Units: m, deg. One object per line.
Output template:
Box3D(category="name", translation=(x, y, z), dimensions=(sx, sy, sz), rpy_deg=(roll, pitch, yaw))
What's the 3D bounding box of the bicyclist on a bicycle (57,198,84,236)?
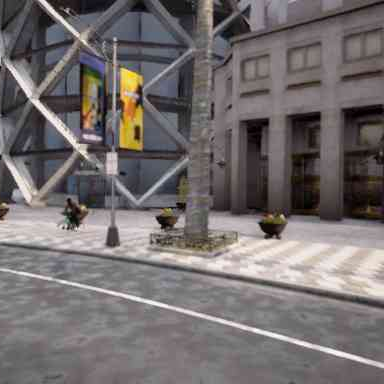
Box3D(category="bicyclist on a bicycle", translation=(-5.321, 1.086, 14.663), dimensions=(0.582, 1.620, 1.656), rpy_deg=(1, 0, 23))
